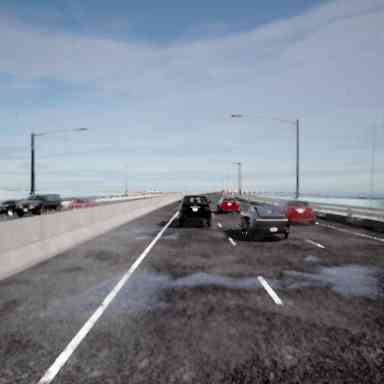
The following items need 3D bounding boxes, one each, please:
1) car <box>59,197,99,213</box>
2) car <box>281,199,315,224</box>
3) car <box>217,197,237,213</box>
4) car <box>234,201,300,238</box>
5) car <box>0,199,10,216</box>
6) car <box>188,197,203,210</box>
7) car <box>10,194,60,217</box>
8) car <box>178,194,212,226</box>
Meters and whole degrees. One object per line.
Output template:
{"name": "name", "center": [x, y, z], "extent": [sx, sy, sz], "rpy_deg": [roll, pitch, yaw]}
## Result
{"name": "car", "center": [-10.306, 1.297, 31.350], "extent": [2.097, 1.767, 4.553], "rpy_deg": [0, 0, 1]}
{"name": "car", "center": [7.228, 1.314, 24.192], "extent": [2.097, 1.767, 4.553], "rpy_deg": [0, 0, 1]}
{"name": "car", "center": [3.865, 1.291, 36.025], "extent": [2.097, 1.767, 4.553], "rpy_deg": [0, 0, 1]}
{"name": "car", "center": [3.671, 1.465, 17.312], "extent": [2.128, 1.511, 4.902], "rpy_deg": [0, 0, 0]}
{"name": "car", "center": [-17.300, 1.429, 31.705], "extent": [1.882, 1.535, 5.008], "rpy_deg": [0, 0, 1]}
{"name": "car", "center": [0.441, 1.452, 42.131], "extent": [1.812, 1.442, 4.674], "rpy_deg": [0, 0, 1]}
{"name": "car", "center": [-13.823, 1.175, 30.455], "extent": [2.150, 2.045, 5.566], "rpy_deg": [0, 0, 1]}
{"name": "car", "center": [0.218, 1.184, 23.383], "extent": [2.150, 2.045, 5.566], "rpy_deg": [0, 0, 1]}
